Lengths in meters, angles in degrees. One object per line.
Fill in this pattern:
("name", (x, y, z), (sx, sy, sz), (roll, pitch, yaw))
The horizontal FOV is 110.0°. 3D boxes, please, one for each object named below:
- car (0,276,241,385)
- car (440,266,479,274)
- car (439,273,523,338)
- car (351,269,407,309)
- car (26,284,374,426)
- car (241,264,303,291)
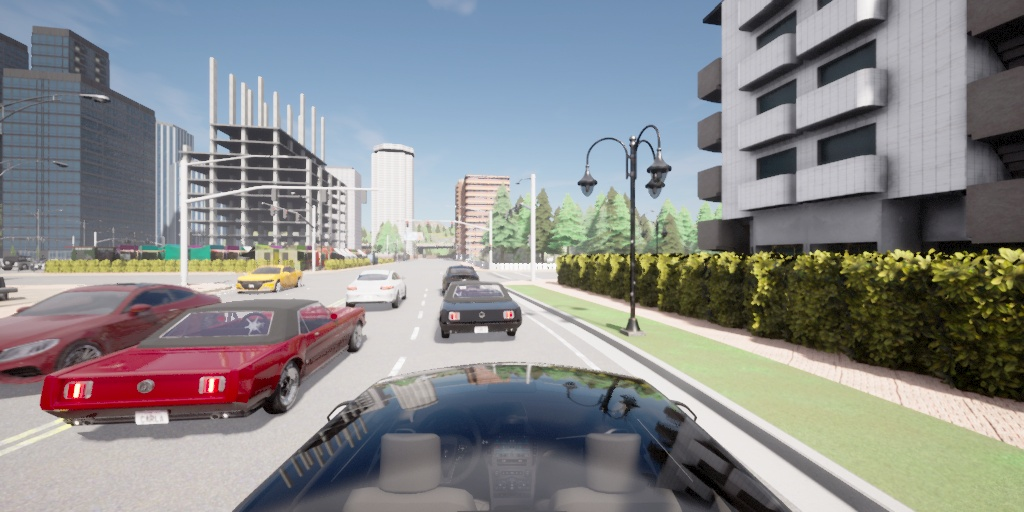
("car", (-7.720, 1.274, 6.934), (1.812, 1.442, 4.674), (0, 0, -8))
("car", (-2.788, 1.251, 19.248), (1.837, 1.490, 4.892), (0, 0, -12))
("car", (-1.038, 1.349, 10.157), (1.895, 1.301, 4.718), (0, 0, -9))
("car", (-5.447, 1.273, 14.730), (1.812, 1.442, 4.674), (0, 0, -11))
("car", (-3.909, 1.350, 5.846), (1.895, 1.301, 4.718), (0, 0, -7))
("car", (-13.919, 1.269, 20.850), (1.882, 1.535, 5.008), (0, 0, -12))
